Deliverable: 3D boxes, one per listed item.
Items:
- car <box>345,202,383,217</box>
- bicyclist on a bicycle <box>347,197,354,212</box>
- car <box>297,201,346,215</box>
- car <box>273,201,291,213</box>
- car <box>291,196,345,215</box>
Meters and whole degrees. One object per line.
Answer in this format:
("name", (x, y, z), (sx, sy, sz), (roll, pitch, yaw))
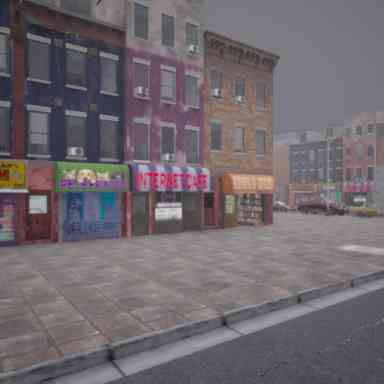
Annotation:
("car", (16.236, 1.571, 28.831), (1.752, 1.417, 4.829), (0, 0, -35))
("bicyclist on a bicycle", (17.529, 1.372, 36.747), (1.656, 1.620, 0.582), (0, 0, -35))
("car", (14.095, 1.671, 36.470), (1.895, 1.301, 4.718), (0, 0, -35))
("car", (9.809, 1.657, 37.849), (1.802, 1.307, 4.206), (0, 0, -35))
("car", (12.973, 1.376, 33.409), (2.192, 1.841, 5.009), (0, 0, -35))
